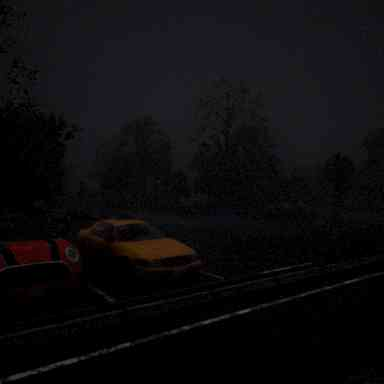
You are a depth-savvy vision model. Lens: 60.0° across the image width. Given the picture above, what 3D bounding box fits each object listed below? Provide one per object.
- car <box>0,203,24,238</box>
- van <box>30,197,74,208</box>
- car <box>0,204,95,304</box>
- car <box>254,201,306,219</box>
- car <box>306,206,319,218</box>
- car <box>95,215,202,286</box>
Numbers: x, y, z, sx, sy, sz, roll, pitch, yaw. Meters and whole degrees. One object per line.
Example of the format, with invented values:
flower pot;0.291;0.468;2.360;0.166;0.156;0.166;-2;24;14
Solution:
car;-11.005;1.474;18.747;1.946;1.575;5.366;0;0;-36
van;-8.566;1.262;20.145;1.878;1.987;4.442;0;0;-36
car;-4.329;1.347;8.243;2.185;1.767;4.553;0;0;-36
car;8.205;1.825;32.433;2.002;1.452;4.674;2;-1;-36
car;10.746;1.725;34.334;2.185;1.767;4.553;1;-1;-36
car;-1.842;1.481;9.783;1.946;1.575;5.366;0;0;-36
